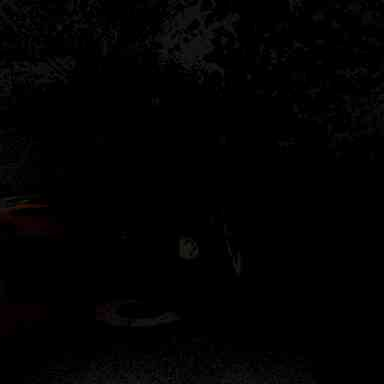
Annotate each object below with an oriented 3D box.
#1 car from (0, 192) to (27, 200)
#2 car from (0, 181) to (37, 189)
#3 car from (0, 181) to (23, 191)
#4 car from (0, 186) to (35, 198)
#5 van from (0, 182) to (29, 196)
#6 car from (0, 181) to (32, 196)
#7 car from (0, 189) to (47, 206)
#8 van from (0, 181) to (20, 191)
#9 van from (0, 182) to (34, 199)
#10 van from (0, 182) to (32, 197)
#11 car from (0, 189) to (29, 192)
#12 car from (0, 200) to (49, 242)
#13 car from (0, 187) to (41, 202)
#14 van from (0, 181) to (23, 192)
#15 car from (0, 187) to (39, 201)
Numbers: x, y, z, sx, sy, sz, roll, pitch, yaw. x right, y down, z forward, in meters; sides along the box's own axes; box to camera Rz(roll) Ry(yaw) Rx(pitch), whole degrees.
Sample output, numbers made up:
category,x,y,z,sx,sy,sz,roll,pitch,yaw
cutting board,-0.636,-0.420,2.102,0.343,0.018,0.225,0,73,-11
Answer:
category,x,y,z,sx,sy,sz,roll,pitch,yaw
car,-8.270,1.067,17.648,4.553,1.767,2.185,1,2,-30
car,-15.165,0.370,29.496,5.566,2.045,2.435,1,2,-30
car,-38.950,-1.271,70.244,5.566,2.045,2.435,1,1,-30
car,-23.544,-0.012,43.837,5.008,1.535,2.097,1,1,-30
van,-26.428,-0.422,48.557,4.442,1.987,1.878,1,1,-30
car,-27.743,-0.537,50.993,5.566,2.045,2.435,1,1,-30
car,-16.616,0.534,31.866,4.792,1.488,2.163,1,2,-30
van,-40.218,-1.335,72.711,4.442,1.987,1.878,1,1,-30
van,-22.234,-0.145,41.369,4.442,1.987,1.878,1,2,-31
van,-24.834,-0.327,46.281,4.442,1.987,1.878,1,1,-30
car,-12.575,0.845,24.611,5.366,1.575,1.946,1,2,-30
car,-6.913,1.307,15.240,5.008,1.535,2.097,1,2,-30
car,-19.413,0.308,36.787,4.792,1.488,2.163,1,2,-30
van,-34.647,-0.970,63.140,4.442,1.987,1.878,1,1,-30
car,-20.740,0.209,39.067,4.792,1.488,2.163,1,1,-30
